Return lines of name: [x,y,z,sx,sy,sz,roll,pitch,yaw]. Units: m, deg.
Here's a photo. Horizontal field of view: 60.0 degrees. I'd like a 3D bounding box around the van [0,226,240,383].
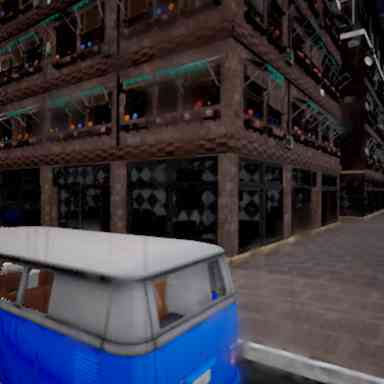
van: [-1.429,1.371,3.877,3.998,1.788,1.690,-1,0,36]
